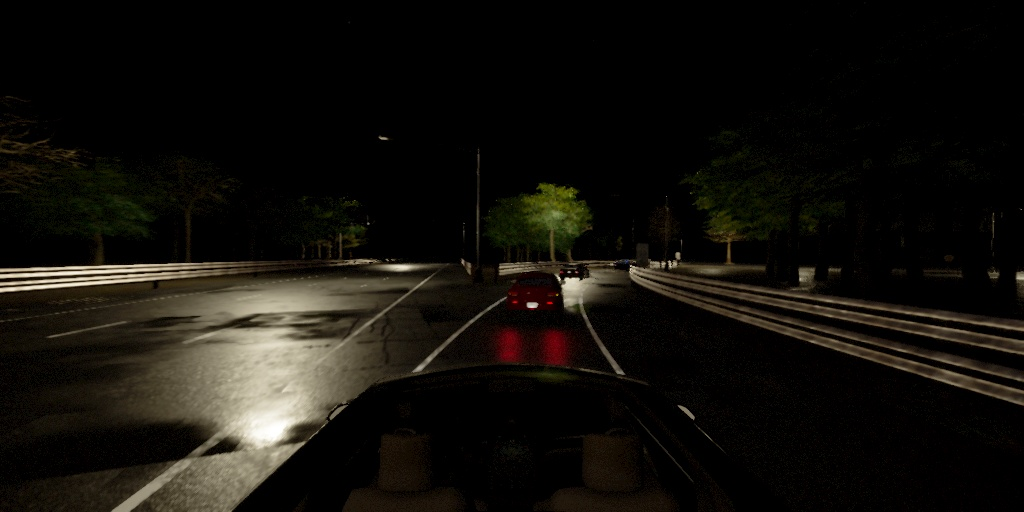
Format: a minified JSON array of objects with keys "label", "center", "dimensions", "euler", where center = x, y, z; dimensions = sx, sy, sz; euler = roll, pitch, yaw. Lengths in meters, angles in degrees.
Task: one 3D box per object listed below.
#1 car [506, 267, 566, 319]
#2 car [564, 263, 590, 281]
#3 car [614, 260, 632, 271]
[{"label":"car","center":[0.924,1.295,12.905],"dimensions":[1.812,1.442,4.674],"euler":[0,0,8]},{"label":"car","center":[5.437,1.338,30.845],"dimensions":[2.033,1.411,5.357],"euler":[0,0,21]},{"label":"car","center":[15.983,1.330,50.597],"dimensions":[1.882,1.535,5.008],"euler":[0,0,34]}]
